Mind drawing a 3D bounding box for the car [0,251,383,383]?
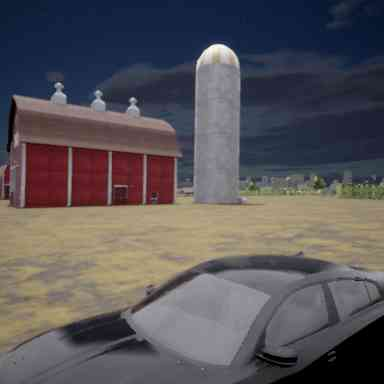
[{"bbox_3d":[0.618,1.478,3.496,5.008,1.535,1.882,0,0,-35],"label":"car"}]
